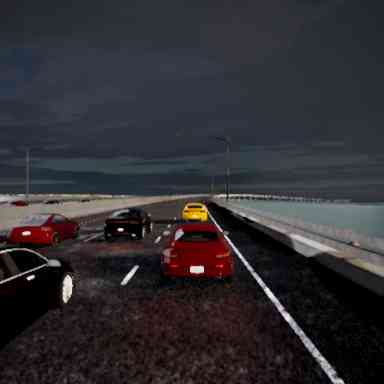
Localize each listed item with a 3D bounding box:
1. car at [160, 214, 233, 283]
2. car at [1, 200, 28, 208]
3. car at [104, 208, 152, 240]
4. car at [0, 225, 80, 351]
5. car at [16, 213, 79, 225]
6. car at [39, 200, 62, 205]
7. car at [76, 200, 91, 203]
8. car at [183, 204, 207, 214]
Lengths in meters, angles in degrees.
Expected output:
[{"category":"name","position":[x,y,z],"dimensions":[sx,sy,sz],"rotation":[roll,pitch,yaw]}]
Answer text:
[{"category":"car","position":[0.124,1.607,9.836],"dimensions":[1.812,1.442,4.674],"rotation":[0,0,0]},{"category":"car","position":[-24.212,1.895,45.607],"dimensions":[1.812,1.442,4.674],"rotation":[0,0,1]},{"category":"car","position":[-3.337,1.627,18.120],"dimensions":[1.882,1.535,5.008],"rotation":[0,0,0]},{"category":"car","position":[-3.391,1.550,5.163],"dimensions":[1.837,1.490,4.892],"rotation":[0,0,0]},{"category":"car","position":[-6.853,1.696,15.808],"dimensions":[1.994,1.385,4.181],"rotation":[0,0,0]},{"category":"car","position":[-20.644,1.898,48.579],"dimensions":[1.837,1.490,4.892],"rotation":[0,-1,1]},{"category":"car","position":[-17.045,1.943,52.428],"dimensions":[1.812,1.442,4.674],"rotation":[0,-1,2]},{"category":"car","position":[0.238,1.703,27.669],"dimensions":[1.882,1.535,5.008],"rotation":[0,0,1]}]
